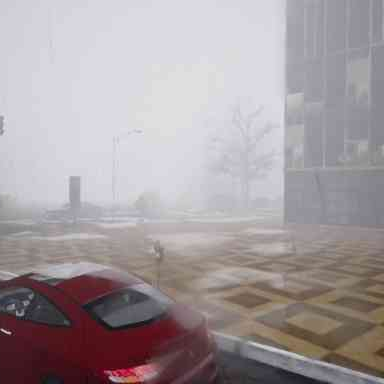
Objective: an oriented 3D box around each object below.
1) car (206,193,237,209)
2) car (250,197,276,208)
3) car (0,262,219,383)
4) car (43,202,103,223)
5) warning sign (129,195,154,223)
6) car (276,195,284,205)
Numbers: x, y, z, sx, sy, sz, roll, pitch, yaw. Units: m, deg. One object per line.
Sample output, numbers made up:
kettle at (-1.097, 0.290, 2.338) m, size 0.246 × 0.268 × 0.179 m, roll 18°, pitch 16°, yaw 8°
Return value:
car at (3.981, 1.129, 44.071) m, size 2.150 × 2.045 × 5.566 m, roll 1°, pitch 1°, yaw 35°
car at (9.709, 1.468, 46.892) m, size 1.812 × 1.442 × 4.674 m, roll 1°, pitch 1°, yaw 35°
car at (-1.660, 1.581, 4.209) m, size 4.206 × 1.307 × 1.802 m, roll 0°, pitch 1°, yaw 36°
car at (-8.903, 1.473, 25.348) m, size 1.812 × 1.442 × 4.674 m, roll 1°, pitch 1°, yaw 34°
warning sign at (-3.488, 1.141, 22.950) m, size 1.300 × 1.860 × 1.060 m, roll 1°, pitch 1°, yaw 34°
car at (15.268, 1.275, 55.066) m, size 2.097 × 1.767 × 4.553 m, roll 1°, pitch 1°, yaw 34°
